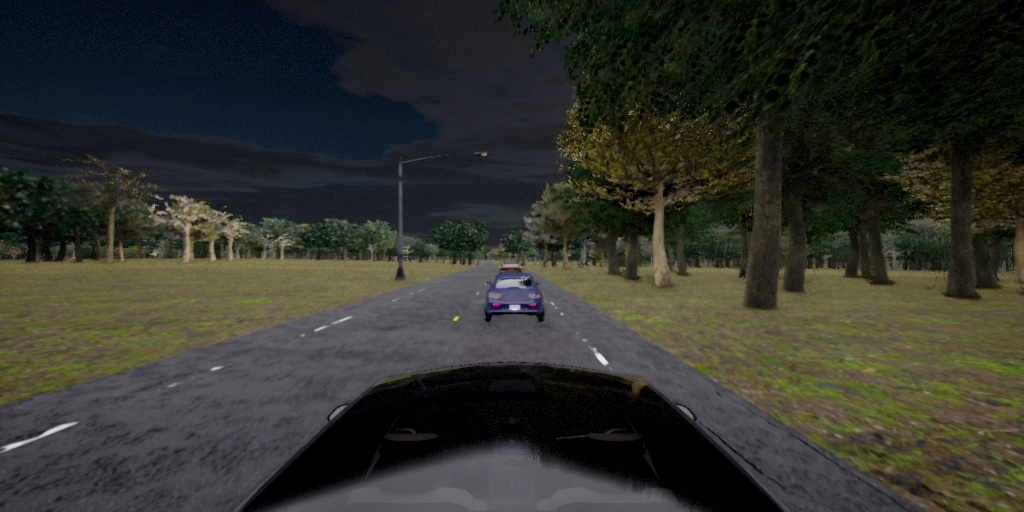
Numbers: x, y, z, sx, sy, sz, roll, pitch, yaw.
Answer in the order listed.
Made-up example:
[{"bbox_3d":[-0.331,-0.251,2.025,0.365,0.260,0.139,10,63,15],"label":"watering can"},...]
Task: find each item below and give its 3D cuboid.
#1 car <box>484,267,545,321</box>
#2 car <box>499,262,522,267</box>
[{"bbox_3d":[0.070,1.279,12.350,1.812,1.442,4.674,0,0,0],"label":"car"},{"bbox_3d":[-0.122,1.277,30.390,1.882,1.535,5.008,0,0,-1],"label":"car"}]
